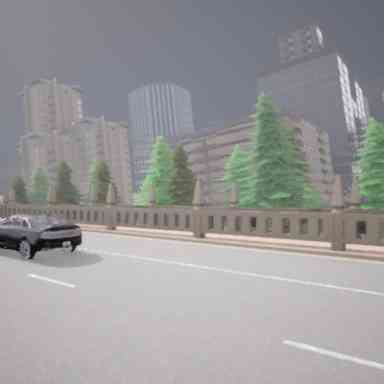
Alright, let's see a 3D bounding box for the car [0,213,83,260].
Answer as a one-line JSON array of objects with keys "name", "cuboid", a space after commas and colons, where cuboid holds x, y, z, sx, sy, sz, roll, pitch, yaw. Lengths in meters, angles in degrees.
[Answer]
[{"name": "car", "cuboid": [-6.245, 1.565, 12.749, 4.902, 1.511, 2.128, 0, 0, 36]}]
